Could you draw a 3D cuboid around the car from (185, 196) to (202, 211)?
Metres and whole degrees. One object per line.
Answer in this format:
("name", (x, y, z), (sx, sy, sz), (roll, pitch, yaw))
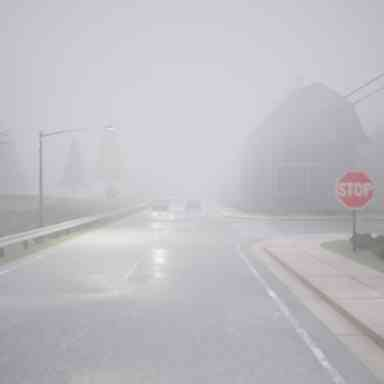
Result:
("car", (0.144, 1.491, 40.911), (1.812, 1.442, 4.674), (0, 0, 0))

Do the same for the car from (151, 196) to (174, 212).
("car", (-3.550, 1.514, 38.705), (2.033, 1.411, 5.357), (0, 0, 0))

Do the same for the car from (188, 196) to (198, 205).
("car", (0.148, 1.475, 60.153), (1.812, 1.442, 4.674), (0, 0, 0))

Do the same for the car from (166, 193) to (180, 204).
("car", (-3.438, 1.171, 60.903), (2.150, 2.045, 5.566), (0, 0, 0))
